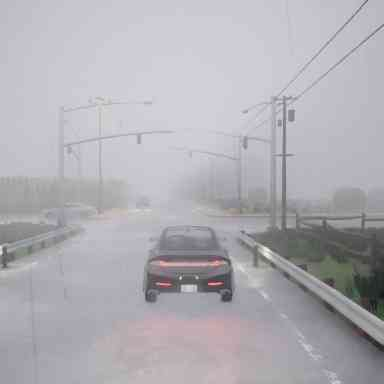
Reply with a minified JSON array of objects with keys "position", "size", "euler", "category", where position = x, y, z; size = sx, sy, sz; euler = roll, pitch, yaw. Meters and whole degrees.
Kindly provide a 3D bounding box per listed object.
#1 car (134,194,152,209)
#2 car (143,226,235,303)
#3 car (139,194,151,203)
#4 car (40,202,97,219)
[{"position":[-6.454,1.399,43.913],"size":[1.837,1.490,4.892],"euler":[0,1,-7],"category":"car"},{"position":[-0.095,1.614,8.487],"size":[2.128,1.511,4.902],"euler":[0,-2,-1],"category":"car"},{"position":[-8.641,1.148,61.407],"size":[1.994,1.385,4.181],"euler":[0,1,-7],"category":"car"},{"position":[-10.888,1.674,29.516],"size":[4.674,1.442,1.812],"euler":[0,2,-16],"category":"car"}]
